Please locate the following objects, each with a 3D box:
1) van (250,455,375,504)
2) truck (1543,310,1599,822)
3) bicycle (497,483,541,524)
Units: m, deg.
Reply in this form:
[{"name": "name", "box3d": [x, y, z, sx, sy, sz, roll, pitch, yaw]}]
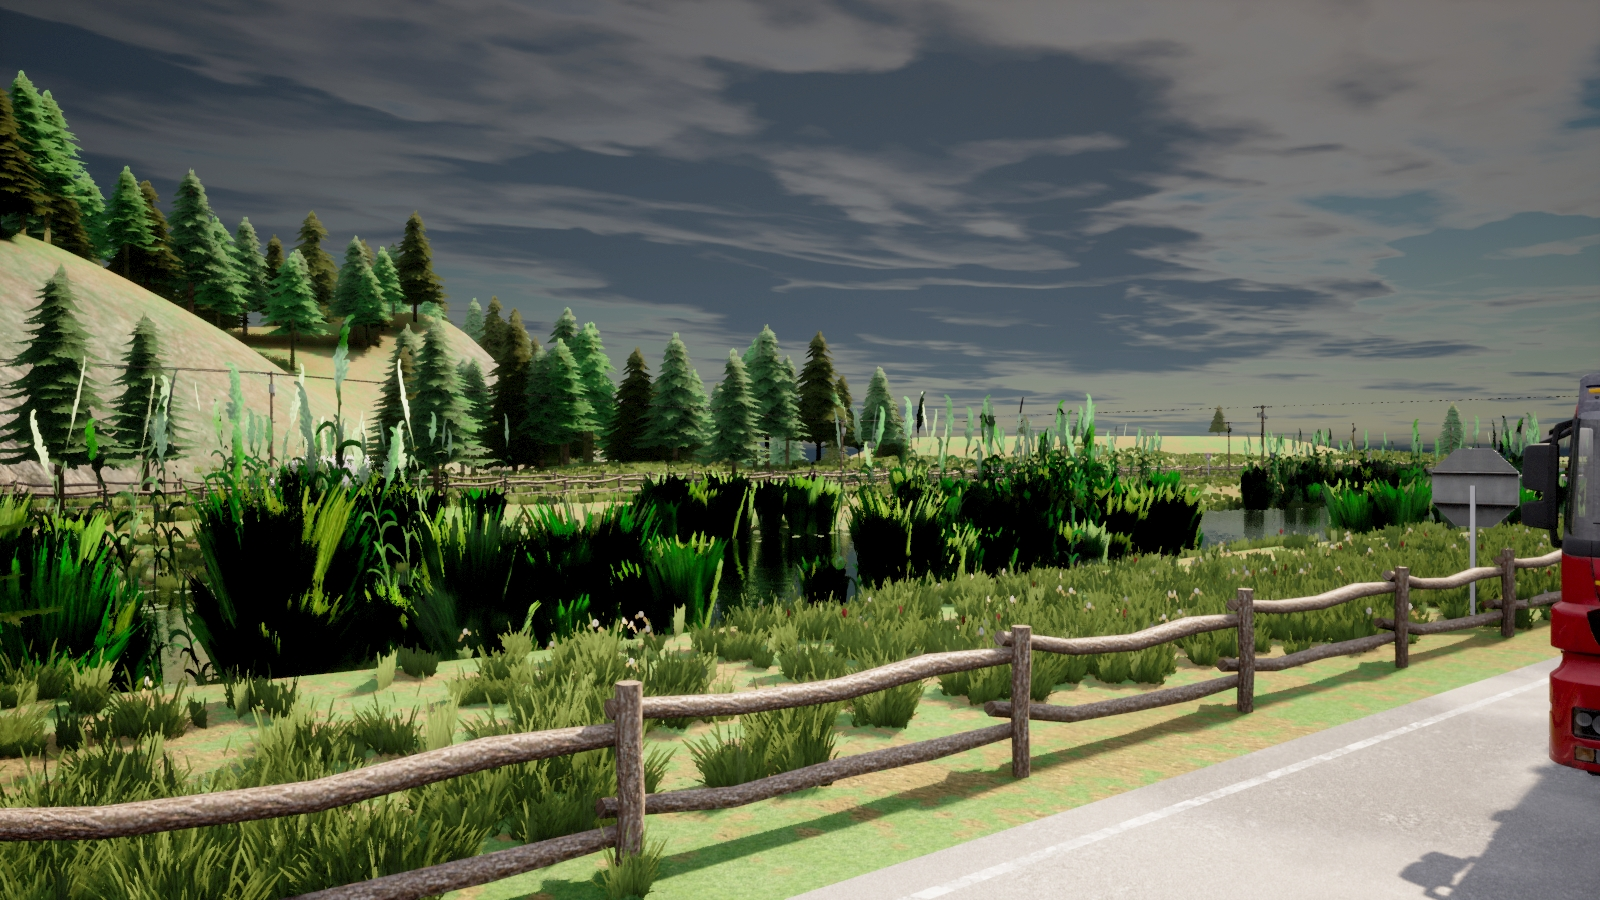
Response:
[{"name": "van", "box3d": [-26.426, 1.535, 62.107, 1.988, 2.561, 5.915, 0, 0, 43]}, {"name": "truck", "box3d": [9.607, 0.862, 10.981, 2.891, 3.827, 8.468, 0, 0, 42]}, {"name": "bicycle", "box3d": [-10.767, 2.029, 43.777, 1.643, 1.496, 0.373, 0, 0, -43]}]
